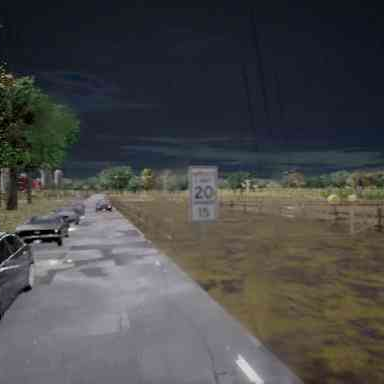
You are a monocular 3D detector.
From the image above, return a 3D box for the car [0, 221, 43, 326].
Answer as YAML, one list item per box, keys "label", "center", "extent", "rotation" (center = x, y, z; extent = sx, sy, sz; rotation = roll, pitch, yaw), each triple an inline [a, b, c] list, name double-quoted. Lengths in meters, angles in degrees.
- label: "car"
  center: [-4.285, 1.585, 6.268]
  extent: [1.837, 1.490, 4.892]
  rotation: [-1, 0, -15]

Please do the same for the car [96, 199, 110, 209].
- label: "car"
  center: [-13.503, 1.765, 50.396]
  extent: [1.994, 1.385, 4.181]
  rotation: [-1, 0, -16]

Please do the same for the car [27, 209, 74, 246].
- label: "car"
  center: [-6.921, 1.728, 15.748]
  extent: [1.895, 1.301, 4.718]
  rotation: [-1, 0, -16]

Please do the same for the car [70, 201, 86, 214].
- label: "car"
  center: [-12.301, 1.697, 35.254]
  extent: [2.128, 1.511, 4.902]
  rotation: [-1, 0, -16]

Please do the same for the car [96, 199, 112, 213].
- label: "car"
  center: [-10.744, 1.767, 40.493]
  extent: [1.895, 1.301, 4.718]
  rotation: [-1, 0, -16]

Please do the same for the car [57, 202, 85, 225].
- label: "car"
  center: [-9.559, 1.732, 25.305]
  extent: [1.994, 1.385, 4.181]
  rotation: [-1, 0, -14]
